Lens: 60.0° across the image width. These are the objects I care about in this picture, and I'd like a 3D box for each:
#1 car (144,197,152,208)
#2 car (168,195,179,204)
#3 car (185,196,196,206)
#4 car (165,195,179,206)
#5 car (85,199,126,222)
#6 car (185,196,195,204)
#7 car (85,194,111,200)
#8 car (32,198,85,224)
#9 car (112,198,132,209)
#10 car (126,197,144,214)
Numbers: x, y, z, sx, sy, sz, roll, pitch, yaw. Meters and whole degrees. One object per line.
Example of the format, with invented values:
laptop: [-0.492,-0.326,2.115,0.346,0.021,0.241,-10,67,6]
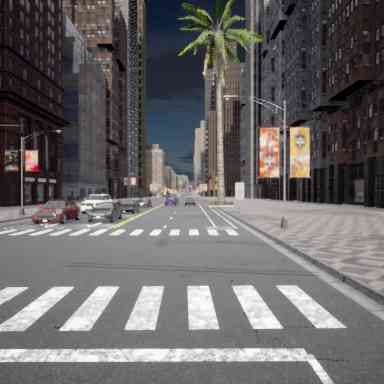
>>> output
car: [-6.853,1.516,47.688,2.128,1.511,4.902,0,0,0]
car: [-3.628,1.413,66.513,2.097,1.767,4.553,0,0,0]
car: [-0.319,1.586,56.139,2.033,1.411,5.357,0,0,0]
car: [-3.571,1.565,56.537,1.812,1.442,4.674,0,0,0]
car: [-6.741,1.531,26.194,1.812,1.442,4.674,0,0,0]
car: [-0.378,1.539,66.561,1.882,1.535,5.008,0,0,0]
car: [-10.048,1.232,35.462,2.150,2.045,5.566,0,0,0]
car: [-9.986,1.357,24.785,2.097,1.767,4.553,0,0,0]
car: [-10.105,1.625,48.056,1.895,1.301,4.718,0,0,0]
car: [-6.800,1.558,35.865,2.033,1.411,5.357,0,0,0]
